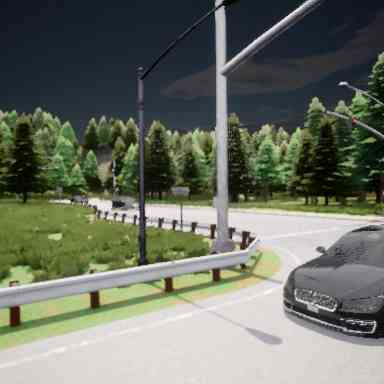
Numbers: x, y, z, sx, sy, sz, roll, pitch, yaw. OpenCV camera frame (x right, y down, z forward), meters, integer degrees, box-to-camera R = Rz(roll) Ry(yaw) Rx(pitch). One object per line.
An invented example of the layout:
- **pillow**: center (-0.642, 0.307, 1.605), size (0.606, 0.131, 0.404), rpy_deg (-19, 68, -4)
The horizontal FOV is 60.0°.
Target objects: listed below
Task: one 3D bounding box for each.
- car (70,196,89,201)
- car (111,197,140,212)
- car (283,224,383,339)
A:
- **car**: center (-17.002, 1.246, 50.325), size (1.994, 1.385, 4.181), rpy_deg (-1, 1, -34)
- **car**: center (-7.224, 1.269, 36.291), size (2.128, 1.511, 4.902), rpy_deg (-1, 1, -36)
- **car**: center (3.862, 1.481, 6.603), size (4.892, 1.490, 1.837), rpy_deg (-3, 2, -35)
